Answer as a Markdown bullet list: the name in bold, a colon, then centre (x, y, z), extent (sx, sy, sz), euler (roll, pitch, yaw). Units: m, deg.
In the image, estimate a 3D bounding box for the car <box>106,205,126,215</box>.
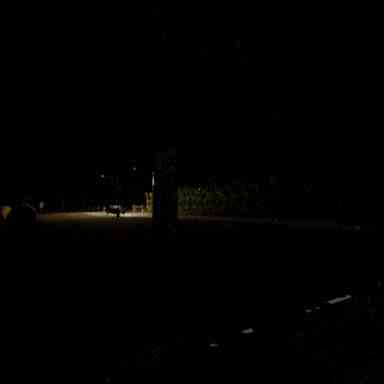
- **car**: centre (-12.445, 2.916, 54.120), extent (2.128, 1.511, 4.902), euler (0, -2, -35)
